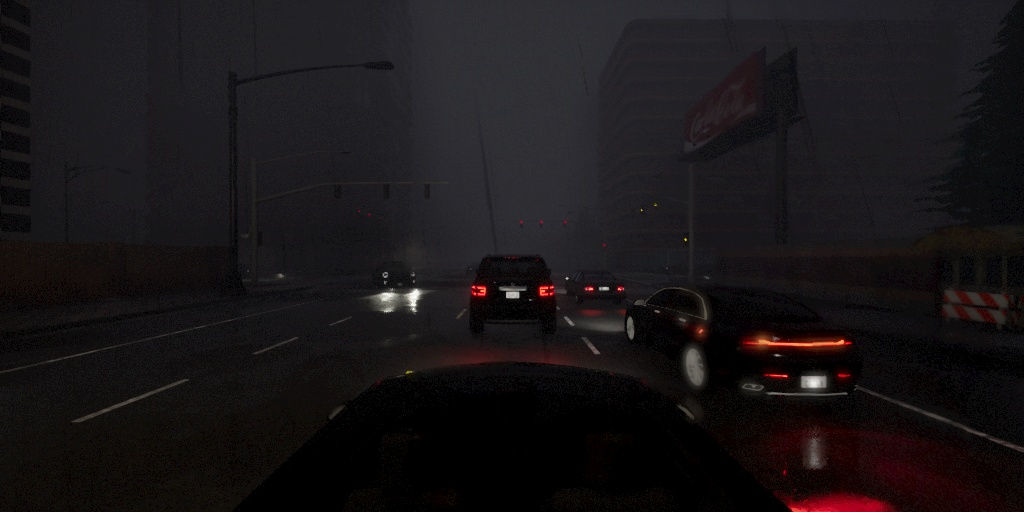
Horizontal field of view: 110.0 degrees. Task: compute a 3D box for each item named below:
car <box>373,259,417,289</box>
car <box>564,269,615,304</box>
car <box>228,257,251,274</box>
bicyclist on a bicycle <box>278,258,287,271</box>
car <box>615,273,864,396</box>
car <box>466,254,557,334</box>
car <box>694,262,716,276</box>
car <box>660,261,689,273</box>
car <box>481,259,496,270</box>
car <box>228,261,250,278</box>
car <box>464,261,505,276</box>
[{"bbox_3d":[-7.639,1.101,23.118,2.097,1.767,4.553,-1,0,-28],"label":"car"},{"bbox_3d":[3.590,1.297,16.211,2.033,1.411,5.357,0,0,1],"label":"car"},{"bbox_3d":[-26.173,0.969,31.776,5.566,2.045,2.150,0,0,-1],"label":"car"},{"bbox_3d":[-28.008,1.048,43.751,0.582,1.620,1.656,0,0,0],"label":"bicyclist on a bicycle"},{"bbox_3d":[3.600,1.255,6.691,1.837,1.490,4.892,0,0,0],"label":"car"},{"bbox_3d":[0.043,0.971,10.759,2.150,2.045,5.566,0,0,1],"label":"car"},{"bbox_3d":[21.315,1.226,35.738,5.008,1.535,1.882,0,0,0],"label":"car"},{"bbox_3d":[18.632,1.273,39.223,4.674,1.442,1.812,0,0,0],"label":"car"},{"bbox_3d":[-3.557,1.272,54.949,1.812,1.442,4.674,0,0,0],"label":"car"},{"bbox_3d":[-23.998,1.253,28.292,4.892,1.490,1.837,0,0,0],"label":"car"},{"bbox_3d":[-2.911,1.312,38.248,1.994,1.385,4.181,0,0,41],"label":"car"}]
